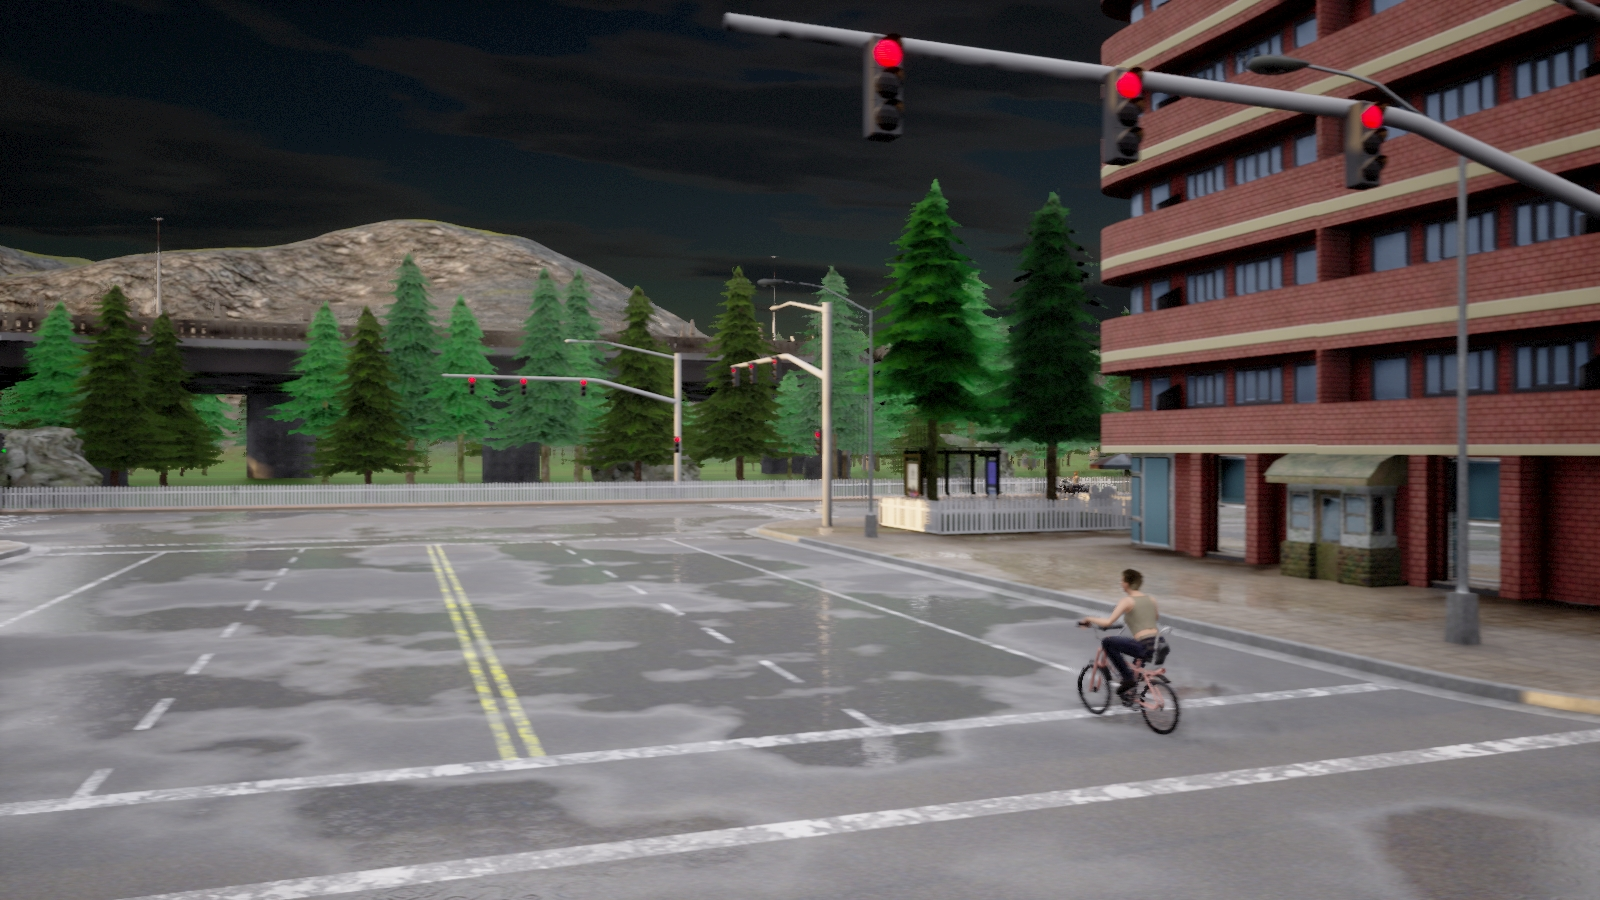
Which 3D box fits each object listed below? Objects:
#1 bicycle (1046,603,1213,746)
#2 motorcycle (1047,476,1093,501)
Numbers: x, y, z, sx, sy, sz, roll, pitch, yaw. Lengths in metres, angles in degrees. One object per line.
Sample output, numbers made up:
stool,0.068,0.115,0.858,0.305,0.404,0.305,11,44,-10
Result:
bicycle,3.316,2.232,11.627,0.859,1.126,1.487,0,0,-26
motorcycle,14.707,2.097,62.197,2.356,1.307,0.764,0,0,-17
